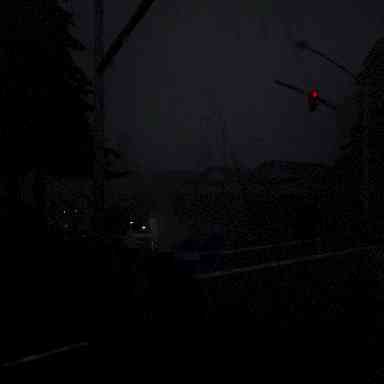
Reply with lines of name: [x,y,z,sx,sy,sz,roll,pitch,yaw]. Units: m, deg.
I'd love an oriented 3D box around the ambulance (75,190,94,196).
ambulance: [-12.884,1.046,38.497,2.351,2.431,6.366,0,0,-36]

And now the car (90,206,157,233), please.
car: [-4.194,1.563,20.366,2.033,1.411,5.357,0,0,-36]

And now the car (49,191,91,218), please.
car: [-11.429,1.234,30.380,2.150,2.045,5.566,0,0,-36]
